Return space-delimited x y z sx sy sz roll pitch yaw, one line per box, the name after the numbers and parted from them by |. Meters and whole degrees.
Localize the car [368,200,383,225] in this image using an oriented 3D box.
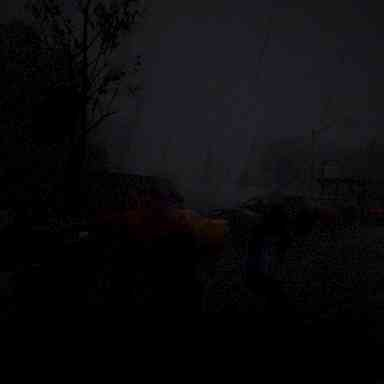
11.690 1.403 24.645 4.553 1.767 2.185 -1 -1 35 | car

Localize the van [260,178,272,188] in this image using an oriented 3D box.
16.211 -1.764 67.828 1.878 1.987 4.442 7 4 35 | van

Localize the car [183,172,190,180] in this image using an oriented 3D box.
0.594 -4.085 90.055 2.185 1.767 4.553 4 1 33 | car

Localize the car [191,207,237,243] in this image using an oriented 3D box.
-0.809 1.502 16.141 5.366 1.575 1.946 -1 -1 35 | car

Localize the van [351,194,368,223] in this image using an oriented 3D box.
9.280 1.296 22.896 4.442 1.987 1.878 -1 -1 35 | van

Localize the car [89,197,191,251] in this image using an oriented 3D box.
-3.130 1.247 14.315 5.566 2.045 2.435 -1 -1 35 | car

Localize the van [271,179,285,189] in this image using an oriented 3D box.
17.939 -1.491 65.355 1.878 1.987 4.442 7 4 35 | van

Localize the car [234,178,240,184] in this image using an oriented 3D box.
11.067 -2.317 75.344 2.002 1.452 4.674 7 3 35 | car

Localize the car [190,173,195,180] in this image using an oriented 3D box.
2.322 -3.850 87.584 2.185 1.767 4.553 6 3 34 | car

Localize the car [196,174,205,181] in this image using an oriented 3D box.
4.115 -3.699 85.117 2.435 2.045 5.566 7 3 34 | car

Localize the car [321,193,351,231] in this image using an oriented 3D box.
6.741 1.267 21.227 5.566 2.045 2.435 -1 -1 35 | car

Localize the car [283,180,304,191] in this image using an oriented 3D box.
19.698 -0.992 62.992 2.231 1.521 4.892 7 3 35 | car

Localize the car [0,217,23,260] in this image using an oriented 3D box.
-7.996 1.493 10.825 4.892 1.521 2.231 -1 -1 35 | car

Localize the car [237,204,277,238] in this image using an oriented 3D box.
1.798 1.548 17.767 4.674 1.452 2.002 -1 -1 35 | car

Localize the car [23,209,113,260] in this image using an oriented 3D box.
-5.576 1.523 12.571 4.792 1.488 2.163 -1 -1 35 | car

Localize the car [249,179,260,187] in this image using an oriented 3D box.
14.638 -1.812 70.559 1.946 1.575 5.366 7 3 35 | car

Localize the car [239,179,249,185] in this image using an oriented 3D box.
12.808 -2.043 72.881 2.002 1.452 4.674 7 4 35 | car

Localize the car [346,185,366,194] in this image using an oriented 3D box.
26.594 0.136 53.131 2.002 1.452 4.674 7 3 35 | car

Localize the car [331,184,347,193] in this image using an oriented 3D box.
24.905 -0.426 55.604 2.435 2.045 5.566 7 3 35 | car

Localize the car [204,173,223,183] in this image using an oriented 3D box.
5.965 -3.176 82.857 1.946 1.575 5.366 7 3 34 | car

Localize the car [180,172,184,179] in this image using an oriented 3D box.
-1.177 -4.362 92.403 2.435 2.045 5.566 1 -1 34 | car

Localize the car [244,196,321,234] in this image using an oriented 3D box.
4.226 1.262 19.524 5.566 2.045 2.435 -1 -1 35 | car
